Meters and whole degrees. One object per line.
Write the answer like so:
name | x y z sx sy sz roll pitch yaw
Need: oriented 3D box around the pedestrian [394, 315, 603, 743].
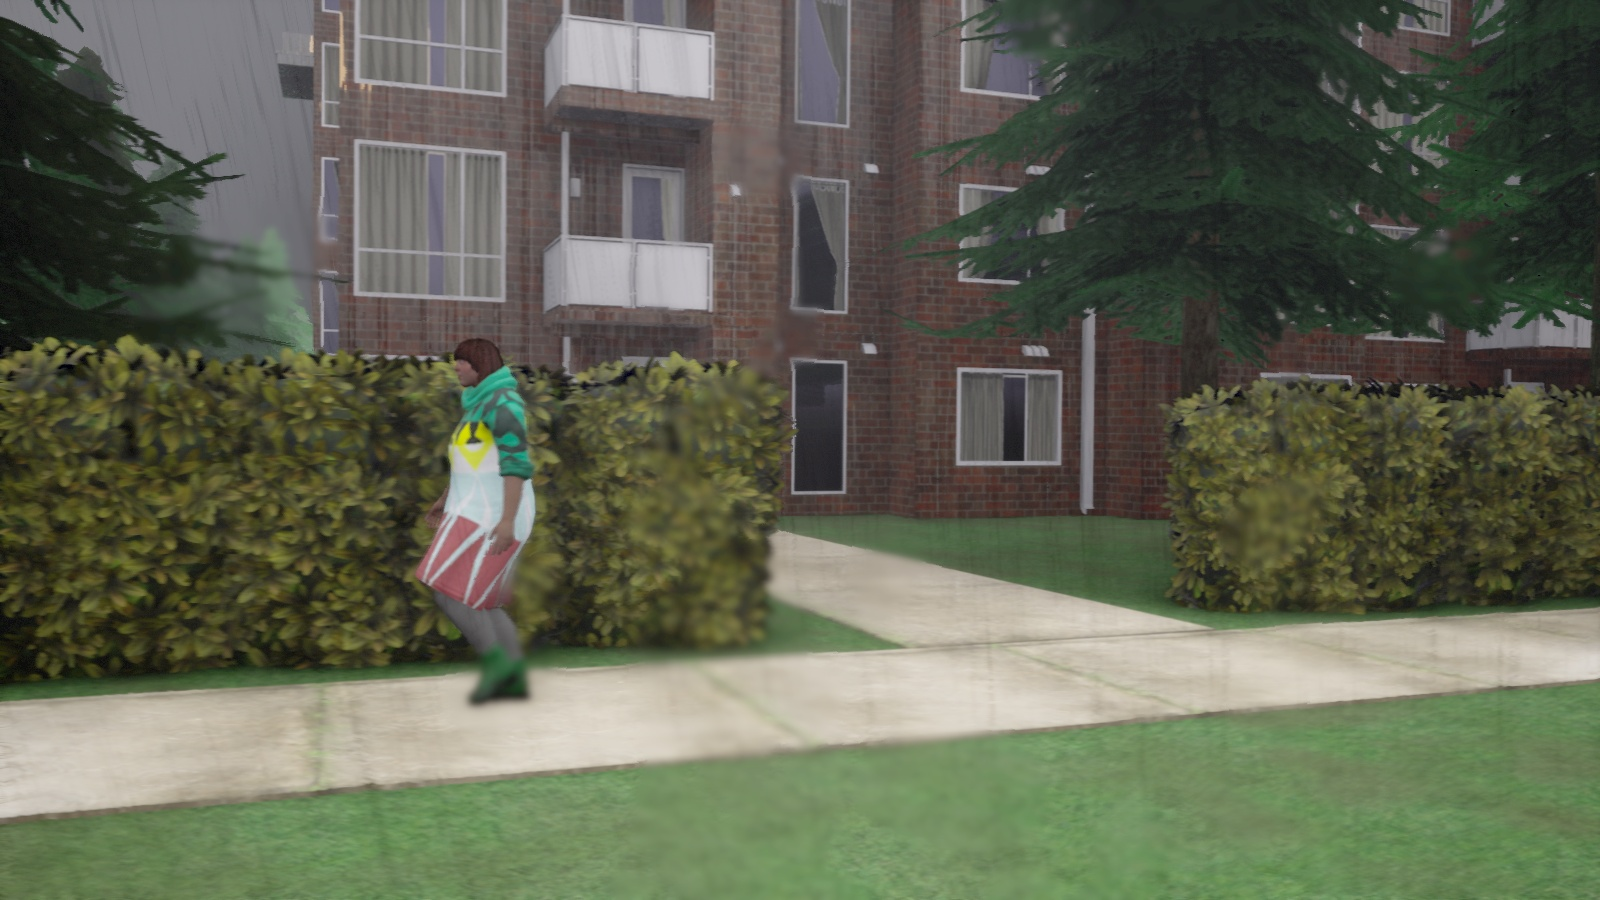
pedestrian | -1.496 0.350 6.190 0.873 1.952 0.659 -1 1 -23
